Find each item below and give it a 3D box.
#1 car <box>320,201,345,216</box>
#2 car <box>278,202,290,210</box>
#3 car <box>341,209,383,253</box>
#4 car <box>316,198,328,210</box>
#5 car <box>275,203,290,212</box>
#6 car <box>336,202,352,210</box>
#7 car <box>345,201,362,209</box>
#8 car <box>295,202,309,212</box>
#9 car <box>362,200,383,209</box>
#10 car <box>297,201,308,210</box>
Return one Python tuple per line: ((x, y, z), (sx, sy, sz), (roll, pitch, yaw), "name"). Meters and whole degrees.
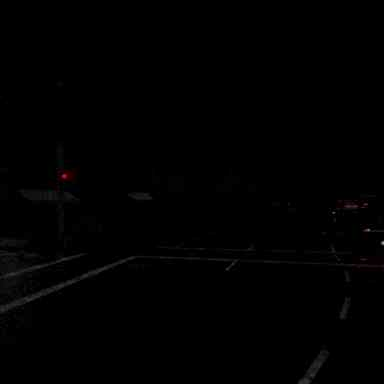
((17.092, 2.161, 40.580), (1.837, 1.490, 4.892), (-1, -1, 19), "car")
((17.865, 2.764, 64.599), (1.994, 1.385, 4.181), (-1, -1, 19), "car")
((7.954, 1.700, 14.495), (2.128, 1.511, 4.902), (-1, -1, 21), "car")
((24.647, 2.256, 62.570), (2.150, 2.045, 5.566), (-1, -2, 19), "car")
((14.942, 2.596, 55.854), (2.033, 1.411, 5.357), (-1, -1, 19), "car")
((27.444, 2.483, 60.184), (2.033, 1.411, 5.357), (-1, -1, 19), "car")
((24.320, 2.302, 51.122), (1.812, 1.442, 4.674), (-1, -1, 19), "car")
((17.839, 2.455, 53.794), (1.837, 1.490, 4.892), (-1, -1, 19), "car")
((27.752, 2.051, 50.353), (2.097, 1.767, 4.553), (-1, -1, 19), "car")
((20.826, 2.578, 62.463), (1.882, 1.535, 5.008), (-1, -1, 19), "car")
